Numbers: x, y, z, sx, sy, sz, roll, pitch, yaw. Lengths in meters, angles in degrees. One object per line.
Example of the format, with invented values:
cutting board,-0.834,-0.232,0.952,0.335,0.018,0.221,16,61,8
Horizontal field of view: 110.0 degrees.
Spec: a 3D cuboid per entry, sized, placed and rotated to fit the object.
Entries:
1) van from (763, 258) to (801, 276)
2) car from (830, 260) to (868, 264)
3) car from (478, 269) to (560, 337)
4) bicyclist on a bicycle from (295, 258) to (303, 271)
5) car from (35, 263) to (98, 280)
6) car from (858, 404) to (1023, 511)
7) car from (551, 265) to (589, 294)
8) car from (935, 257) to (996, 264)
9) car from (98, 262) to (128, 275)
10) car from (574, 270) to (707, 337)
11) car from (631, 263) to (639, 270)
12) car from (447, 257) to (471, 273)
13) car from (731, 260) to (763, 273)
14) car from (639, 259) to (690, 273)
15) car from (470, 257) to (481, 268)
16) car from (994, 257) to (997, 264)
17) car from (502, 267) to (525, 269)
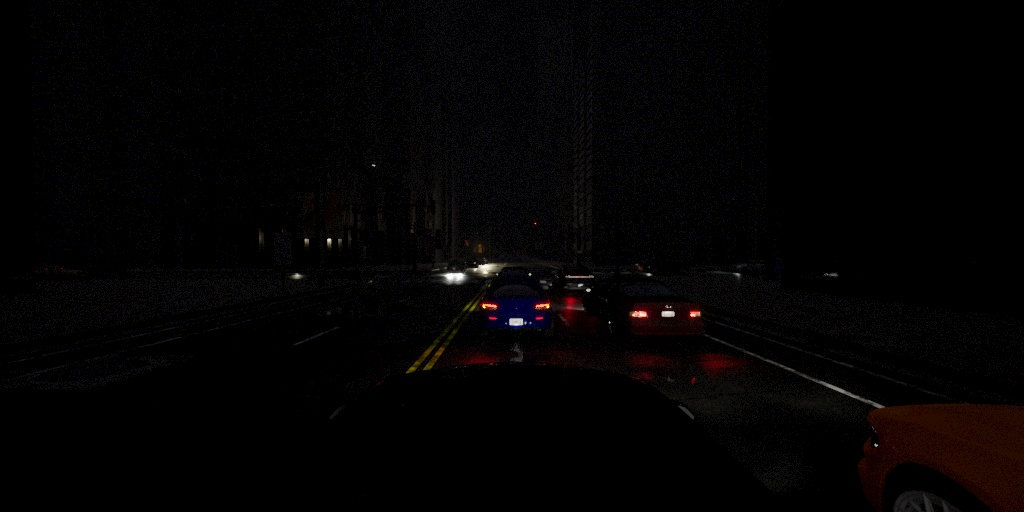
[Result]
van,27.510,1.086,35.260,3.998,1.789,1.690,0,0,0
car,32.951,1.321,35.231,4.207,1.307,1.802,0,0,0
car,0.089,1.272,10.132,1.812,1.442,4.674,0,0,0
bicyclist on a bicycle,-25.898,1.003,43.562,0.582,1.620,1.656,0,1,0
car,-40.841,1.451,32.172,4.829,1.417,1.751,0,0,0
car,3.350,1.228,0.407,1.882,1.535,5.008,0,0,0
car,3.339,1.230,19.980,2.128,1.511,4.902,0,0,0
car,43.831,1.169,35.173,4.097,1.591,1.967,0,0,0
car,-46.437,1.364,40.692,4.507,1.381,1.888,0,0,0
car,3.347,1.294,10.232,2.033,1.411,5.357,0,0,0
car,16.672,1.071,43.843,4.097,1.591,1.967,0,0,0
car,-6.605,1.213,43.281,2.128,1.511,4.902,0,0,0
car,27.642,1.184,41.095,4.674,1.442,1.812,0,1,0
car,17.703,1.148,41.164,5.008,1.535,1.882,0,1,0
car,-6.593,1.064,57.814,2.097,1.767,4.553,0,0,0
car,49.272,1.046,35.143,5.009,1.841,2.192,0,0,0
car,0.088,1.286,19.706,2.033,1.411,5.357,0,0,0
